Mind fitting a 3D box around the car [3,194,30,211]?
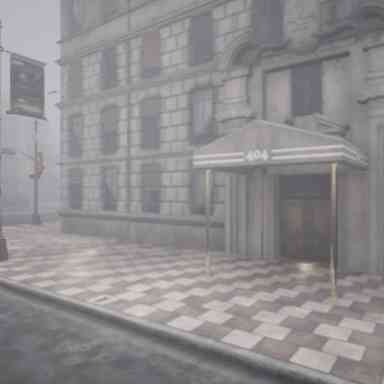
[{"bbox_3d":[-22.508,1.244,39.973,2.150,2.045,5.566,0,0,36],"label":"car"}]
